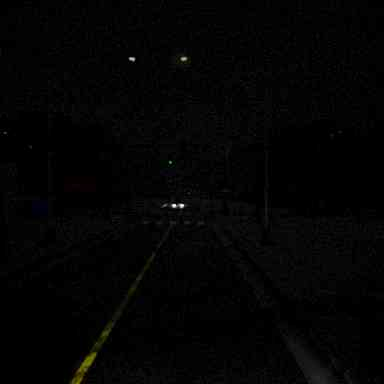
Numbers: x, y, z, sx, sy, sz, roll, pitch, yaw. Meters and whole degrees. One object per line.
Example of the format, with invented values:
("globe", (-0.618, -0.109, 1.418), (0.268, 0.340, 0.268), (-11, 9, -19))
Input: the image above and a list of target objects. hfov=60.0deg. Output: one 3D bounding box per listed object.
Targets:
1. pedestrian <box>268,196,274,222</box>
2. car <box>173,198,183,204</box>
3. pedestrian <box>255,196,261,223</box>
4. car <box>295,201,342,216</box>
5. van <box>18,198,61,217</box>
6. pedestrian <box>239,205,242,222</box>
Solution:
("pedestrian", (5.502, 1.169, 23.244), (0.375, 1.860, 0.375), (0, 0, 0))
("car", (-2.776, 1.767, 66.472), (1.895, 1.301, 4.718), (0, 0, 0))
("pedestrian", (4.502, 1.174, 22.643), (0.375, 1.860, 0.375), (0, 0, 0))
("car", (12.246, 1.575, 32.314), (4.403, 1.369, 2.008), (0, 0, 0))
("van", (-14.757, 1.431, 32.174), (3.998, 1.788, 1.690), (0, 0, 0))
("pedestrian", (3.502, 1.180, 23.843), (0.375, 1.860, 0.375), (0, 0, 0))
